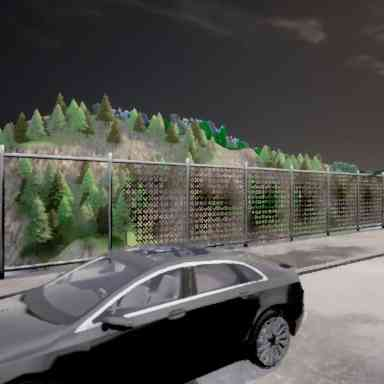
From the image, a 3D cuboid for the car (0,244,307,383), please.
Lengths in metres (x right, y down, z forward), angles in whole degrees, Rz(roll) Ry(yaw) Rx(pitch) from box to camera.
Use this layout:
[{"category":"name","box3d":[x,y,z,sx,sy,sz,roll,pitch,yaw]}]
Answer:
[{"category":"car","box3d":[-0.620,1.491,4.158,4.902,1.511,2.128,0,0,-35]}]
